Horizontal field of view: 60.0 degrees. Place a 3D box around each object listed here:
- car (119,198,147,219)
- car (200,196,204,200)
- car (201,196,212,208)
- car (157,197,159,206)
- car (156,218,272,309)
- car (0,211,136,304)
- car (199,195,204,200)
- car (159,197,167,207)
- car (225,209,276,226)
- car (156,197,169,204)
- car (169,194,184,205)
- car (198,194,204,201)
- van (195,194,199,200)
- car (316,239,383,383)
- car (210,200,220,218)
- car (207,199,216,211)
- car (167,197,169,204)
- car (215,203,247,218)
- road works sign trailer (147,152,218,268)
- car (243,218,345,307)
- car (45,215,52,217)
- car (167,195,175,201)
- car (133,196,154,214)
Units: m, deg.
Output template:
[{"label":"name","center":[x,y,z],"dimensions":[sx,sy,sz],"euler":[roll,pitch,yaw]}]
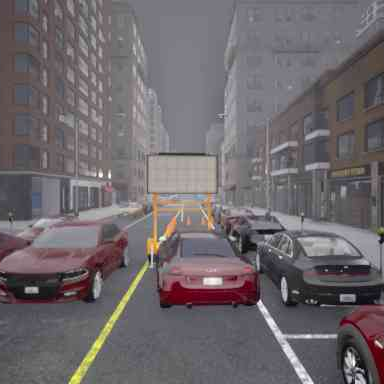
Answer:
[{"label":"car","center":[-5.448,1.539,29.668],"dimensions":[1.752,1.417,4.829],"euler":[0,0,0]},{"label":"car","center":[2.537,1.575,46.415],"dimensions":[2.008,1.369,4.403],"euler":[0,0,0]},{"label":"car","center":[2.549,1.572,40.897],"dimensions":[2.008,1.369,4.403],"euler":[0,0,0]},{"label":"car","center":[-5.476,1.603,40.872],"dimensions":[1.802,1.307,4.206],"euler":[0,0,0]},{"label":"car","center":[0.169,1.557,7.924],"dimensions":[1.994,1.385,4.181],"euler":[1,0,-6]},{"label":"car","center":[-2.869,1.478,8.433],"dimensions":[1.882,1.535,5.008],"euler":[0,0,0]},{"label":"car","center":[2.525,1.610,51.934],"dimensions":[1.802,1.307,4.206],"euler":[0,0,0]},{"label":"car","center":[-5.500,1.469,51.910],"dimensions":[1.967,1.590,4.097],"euler":[0,0,0]},{"label":"car","center":[2.608,1.569,13.302],"dimensions":[1.947,1.339,4.313],"euler":[0,0,0]},{"label":"car","center":[-5.523,1.587,62.946],"dimensions":[2.008,1.369,4.403],"euler":[0,0,0]},{"label":"car","center":[-2.941,1.598,59.768],"dimensions":[1.994,1.385,4.181],"euler":[0,0,0]},{"label":"car","center":[2.514,1.472,57.453],"dimensions":[1.967,1.590,4.097],"euler":[0,0,0]},{"label":"van","center":[2.444,1.394,90.053],"dimensions":[1.690,1.788,3.998],"euler":[0,0,0]},{"label":"car","center":[2.632,1.440,2.265],"dimensions":[1.967,1.590,4.097],"euler":[0,0,0]},{"label":"car","center":[2.584,1.560,24.340],"dimensions":[2.008,1.369,4.403],"euler":[0,0,0]},{"label":"car","center":[2.573,1.595,29.859],"dimensions":[1.802,1.307,4.206],"euler":[0,0,0]},{"label":"car","center":[-5.511,1.557,57.257],"dimensions":[1.752,1.417,4.829],"euler":[0,0,0]},{"label":"car","center":[2.596,1.551,18.820],"dimensions":[1.887,1.381,4.507],"euler":[0,0,0]},{"label":"road works sign trailer","center":[-0.340,0.466,11.390],"dimensions":[2.380,3.560,2.880],"euler":[0,0,-6]},{"label":"car","center":[2.620,1.551,7.784],"dimensions":[2.008,1.369,4.403],"euler":[0,0,0]},{"label":"car","center":[-5.417,1.585,13.281],"dimensions":[1.802,1.307,4.206],"euler":[0,0,0]},{"label":"car","center":[-5.581,1.603,90.027],"dimensions":[2.008,1.369,4.403],"euler":[0,0,0]},{"label":"car","center":[-5.464,1.332,35.354],"dimensions":[2.192,1.841,5.009],"euler":[0,0,0]}]
